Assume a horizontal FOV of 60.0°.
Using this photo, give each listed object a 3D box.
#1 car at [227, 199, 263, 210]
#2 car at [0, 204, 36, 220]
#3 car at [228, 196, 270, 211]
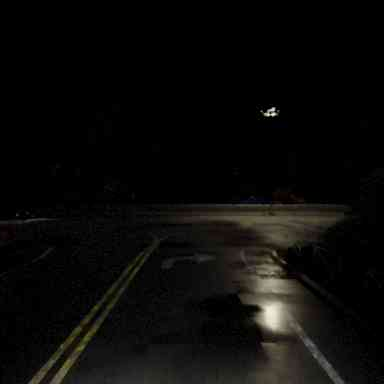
[{"bbox_3d":[7.839,1.874,49.261,5.008,1.535,1.882,0,0,0],"label":"car"},{"bbox_3d":[-17.710,1.870,31.317,5.357,1.411,2.033,0,0,-1],"label":"car"},{"bbox_3d":[8.260,1.605,45.769,5.566,2.045,2.150,0,0,-1],"label":"car"}]
